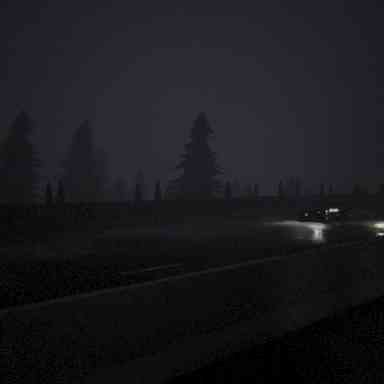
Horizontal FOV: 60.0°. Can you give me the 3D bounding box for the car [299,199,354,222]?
[{"bbox_3d":[9.659,1.256,23.783,4.892,1.490,1.837,-1,0,-36],"label":"car"}]
